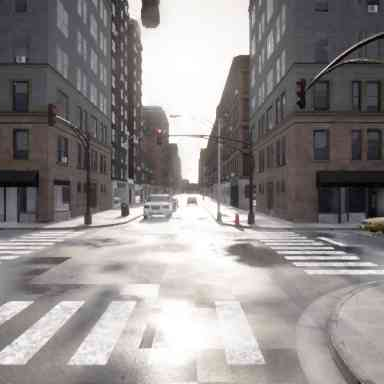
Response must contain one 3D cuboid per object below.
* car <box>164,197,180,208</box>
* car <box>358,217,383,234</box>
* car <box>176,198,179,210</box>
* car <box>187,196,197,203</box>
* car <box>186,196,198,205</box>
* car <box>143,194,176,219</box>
[{"bbox_3d":[-2.919,1.534,49.754,2.033,1.411,5.357,0,0,0],"label":"car"},{"bbox_3d":[11.606,1.555,17.912,4.829,1.417,1.752,0,0,0],"label":"car"},{"bbox_3d":[-2.904,1.345,39.472,2.097,1.767,4.553,0,0,0],"label":"car"},{"bbox_3d":[-0.005,1.571,70.069,1.895,1.301,4.718,0,0,0],"label":"car"},{"bbox_3d":[0.011,1.529,57.240,2.033,1.411,5.357,0,0,-1],"label":"car"},{"bbox_3d":[-2.894,1.218,29.207,2.150,2.045,5.566,0,0,0],"label":"car"}]
